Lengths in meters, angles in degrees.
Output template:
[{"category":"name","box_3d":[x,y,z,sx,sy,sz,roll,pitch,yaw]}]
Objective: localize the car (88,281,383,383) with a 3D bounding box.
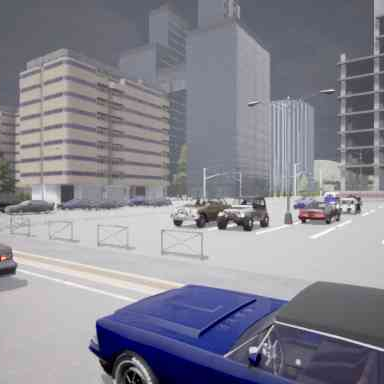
[{"category":"car","box_3d":[1.172,1.601,3.153,4.718,1.301,1.895,0,0,35]}]

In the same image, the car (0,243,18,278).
[{"category":"car","box_3d":[-6.673,1.547,8.669,5.357,1.411,2.033,0,0,35]}]

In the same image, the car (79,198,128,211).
[{"category":"car","box_3d":[-10.934,1.547,41.525,2.033,1.411,5.357,0,0,34]}]

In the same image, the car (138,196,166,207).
[{"category":"car","box_3d":[-5.142,1.547,50.141,2.033,1.411,5.357,0,0,34]}]

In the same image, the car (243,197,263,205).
[{"category":"car","box_3d":[11.402,1.601,61.912,1.895,1.301,4.718,0,0,35]}]

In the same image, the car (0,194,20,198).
[{"category":"car","box_3d":[-20.212,1.222,33.991,2.150,2.045,5.566,0,0,34]}]

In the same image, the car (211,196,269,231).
[{"category":"car","box_3d":[3.062,1.156,19.242,1.905,1.878,3.866,0,0,34]}]

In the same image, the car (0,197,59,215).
[{"category":"car","box_3d":[-16.264,1.525,33.553,1.812,1.442,4.674,0,0,34]}]

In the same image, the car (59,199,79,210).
[{"category":"car","box_3d":[-14.502,1.547,42.500,2.033,1.411,5.357,0,0,34]}]

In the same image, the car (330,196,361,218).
[{"category":"car","box_3d":[15.086,1.395,32.197,1.970,1.475,3.806,0,0,34]}]

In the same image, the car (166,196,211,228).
[{"category":"car","box_3d":[0.694,1.153,20.908,1.932,1.855,4.605,0,0,34]}]

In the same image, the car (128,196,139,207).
[{"category":"car","box_3d":[-8.826,1.352,50.896,2.097,1.767,4.553,0,0,35]}]
